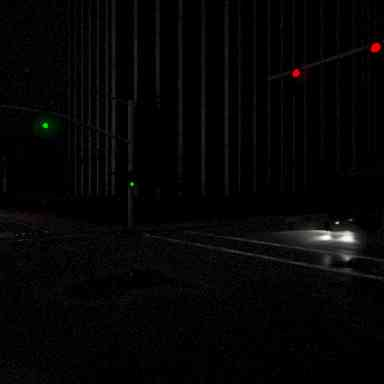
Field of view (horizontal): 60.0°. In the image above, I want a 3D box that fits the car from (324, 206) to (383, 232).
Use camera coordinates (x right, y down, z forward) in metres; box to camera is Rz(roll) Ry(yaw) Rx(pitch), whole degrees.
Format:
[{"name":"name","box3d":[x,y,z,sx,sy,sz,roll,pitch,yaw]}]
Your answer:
[{"name":"car","box3d":[9.812,1.582,20.194,4.181,1.385,1.994,0,0,-39]}]
